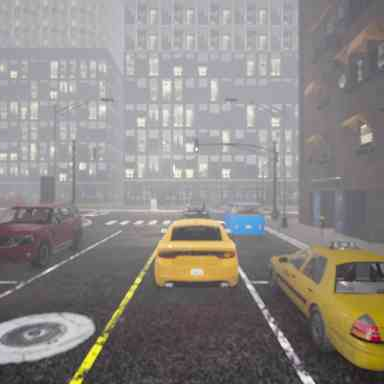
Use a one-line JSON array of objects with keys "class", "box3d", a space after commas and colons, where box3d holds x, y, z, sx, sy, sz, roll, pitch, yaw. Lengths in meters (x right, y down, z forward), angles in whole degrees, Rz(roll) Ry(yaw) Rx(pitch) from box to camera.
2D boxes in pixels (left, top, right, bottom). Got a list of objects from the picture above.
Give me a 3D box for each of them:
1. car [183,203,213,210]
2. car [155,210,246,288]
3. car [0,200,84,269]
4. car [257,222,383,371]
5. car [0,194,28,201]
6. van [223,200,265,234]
[{"class": "car", "box3d": [0.383, 1.506, 22.993, 2.128, 1.511, 4.902, 0, 0, 5]}, {"class": "car", "box3d": [0.110, 1.484, 9.276, 1.882, 1.535, 5.008, 0, 0, 0]}, {"class": "car", "box3d": [-5.300, 1.323, 11.413, 2.192, 1.841, 5.009, 0, 0, 0]}, {"class": "car", "box3d": [2.574, 1.529, 5.934, 1.752, 1.417, 4.829, 0, 0, 0]}, {"class": "car", "box3d": [-20.838, 1.129, 37.045, 5.009, 1.841, 2.192, 1, -1, 0]}, {"class": "van", "box3d": [2.586, 1.354, 17.045, 1.690, 1.788, 3.998, 0, 0, 0]}]
